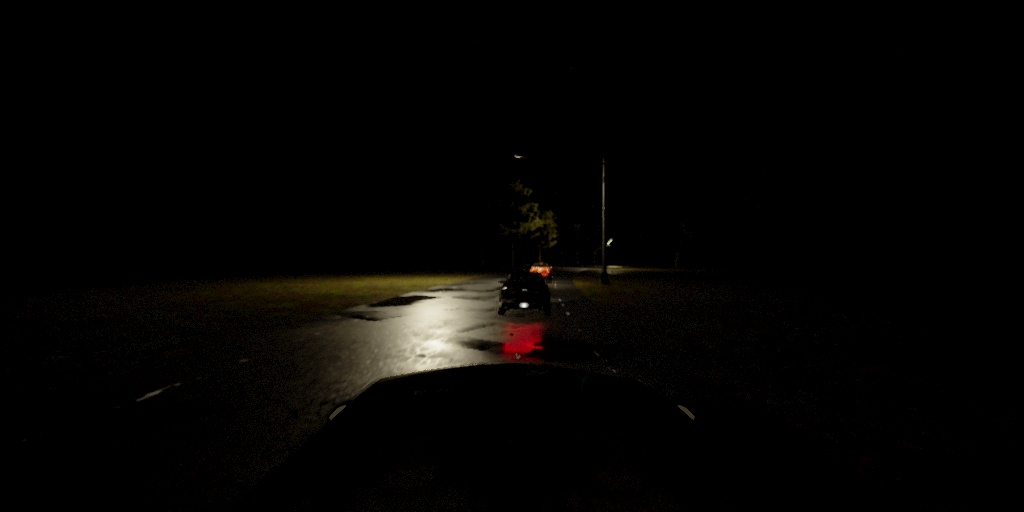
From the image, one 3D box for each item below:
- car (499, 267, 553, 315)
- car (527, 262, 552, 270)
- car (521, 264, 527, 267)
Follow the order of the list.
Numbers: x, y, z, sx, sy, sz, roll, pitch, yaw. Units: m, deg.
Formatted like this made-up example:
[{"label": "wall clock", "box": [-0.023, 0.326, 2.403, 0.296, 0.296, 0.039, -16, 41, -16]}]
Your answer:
[{"label": "car", "box": [0.537, 1.376, 14.278, 1.837, 1.490, 4.892, 0, 0, 3]}, {"label": "car", "box": [3.062, 1.449, 37.019, 2.097, 1.767, 4.553, 0, -1, 9]}, {"label": "car", "box": [2.310, 1.813, 52.170, 2.033, 1.411, 5.357, 0, -1, 13]}]
